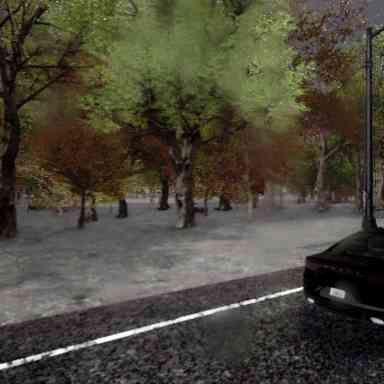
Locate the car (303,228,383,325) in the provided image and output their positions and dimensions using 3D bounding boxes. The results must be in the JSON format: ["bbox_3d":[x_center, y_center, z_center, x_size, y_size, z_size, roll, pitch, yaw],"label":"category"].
[{"bbox_3d":[4.386,1.479,6.766,5.008,1.535,1.882,0,0,-35],"label":"car"}]
